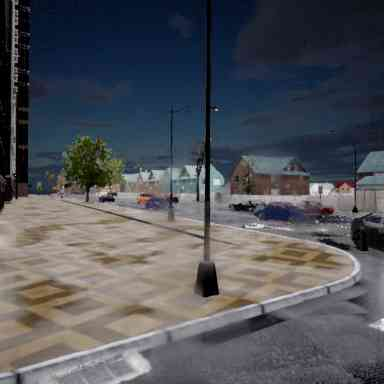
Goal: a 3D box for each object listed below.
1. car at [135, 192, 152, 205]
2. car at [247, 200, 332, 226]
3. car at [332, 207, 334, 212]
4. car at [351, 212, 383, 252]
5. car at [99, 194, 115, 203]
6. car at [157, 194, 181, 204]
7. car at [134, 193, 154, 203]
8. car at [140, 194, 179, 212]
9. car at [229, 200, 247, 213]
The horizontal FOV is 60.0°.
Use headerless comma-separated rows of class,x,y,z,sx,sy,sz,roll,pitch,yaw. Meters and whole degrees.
car,-5.957,0.962,46.002,2.097,1.767,4.553,1,0,-27
car,6.338,1.397,22.464,2.033,1.411,5.357,1,0,-28
car,10.103,1.465,29.718,1.895,1.301,4.718,1,0,-28
car,6.964,1.417,10.642,2.128,1.511,4.902,0,1,-1
car,-13.955,1.060,54.440,1.994,1.385,4.181,1,0,-27
car,-4.036,1.147,56.742,2.033,1.411,5.357,1,0,-28
car,-8.472,1.053,58.212,1.837,1.490,4.892,1,1,-28
car,-3.406,1.211,34.080,1.812,1.442,4.674,1,0,-28
car,5.457,1.401,31.589,1.895,1.301,4.718,1,0,-28
